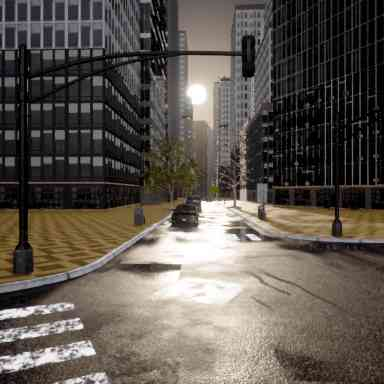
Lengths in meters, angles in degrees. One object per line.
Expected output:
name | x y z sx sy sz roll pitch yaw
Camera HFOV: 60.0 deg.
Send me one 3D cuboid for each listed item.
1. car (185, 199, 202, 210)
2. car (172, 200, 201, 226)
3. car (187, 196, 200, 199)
car | -0.114 1.777 35.644 1.812 1.442 4.674 0 0 2
car | -0.462 1.654 25.431 1.882 1.535 5.008 0 0 2
car | 0.245 1.554 46.298 2.150 2.045 5.566 0 0 2
